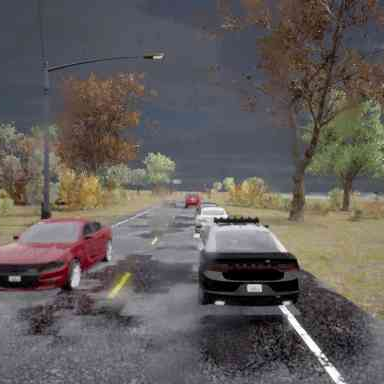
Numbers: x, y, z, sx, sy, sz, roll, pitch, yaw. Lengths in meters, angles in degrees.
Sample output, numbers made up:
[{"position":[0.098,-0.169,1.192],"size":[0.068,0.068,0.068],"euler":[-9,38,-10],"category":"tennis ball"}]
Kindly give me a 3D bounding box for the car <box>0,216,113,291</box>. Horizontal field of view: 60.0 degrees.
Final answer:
[{"position":[-3.579,1.477,9.214],"size":[1.882,1.535,5.008],"euler":[0,0,0],"category":"car"}]

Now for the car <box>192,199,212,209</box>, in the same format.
[{"position":[1.123,1.503,24.110],"size":[1.837,1.490,4.892],"euler":[0,0,0],"category":"car"}]

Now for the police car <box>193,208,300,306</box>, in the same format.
[{"position":[1.066,1.425,8.227],"size":[1.930,1.638,5.238],"euler":[0,0,0],"category":"police car"}]

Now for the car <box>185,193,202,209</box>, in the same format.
[{"position":[0.205,1.212,45.325],"size":[2.150,2.045,5.566],"euler":[0,0,1],"category":"car"}]

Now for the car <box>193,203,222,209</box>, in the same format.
[{"position":[1.097,1.524,18.111],"size":[1.812,1.442,4.674],"euler":[0,0,0],"category":"car"}]

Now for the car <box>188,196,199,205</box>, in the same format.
[{"position":[0.230,1.508,59.527],"size":[1.812,1.442,4.674],"euler":[0,0,0],"category":"car"}]

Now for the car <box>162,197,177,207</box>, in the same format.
[{"position":[-3.405,1.514,50.630],"size":[1.812,1.442,4.674],"euler":[0,0,0],"category":"car"}]
